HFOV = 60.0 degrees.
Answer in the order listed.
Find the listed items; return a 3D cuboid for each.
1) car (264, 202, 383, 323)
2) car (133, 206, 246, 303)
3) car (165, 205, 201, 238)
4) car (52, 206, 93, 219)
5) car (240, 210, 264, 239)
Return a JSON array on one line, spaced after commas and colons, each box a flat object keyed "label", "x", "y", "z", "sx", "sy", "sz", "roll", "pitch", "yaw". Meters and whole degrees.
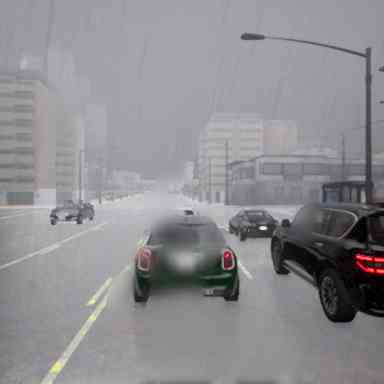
[{"label": "car", "x": 3.398, "y": 1.222, "z": 7.320, "sx": 2.150, "sy": 2.045, "sz": 5.566, "roll": 0, "pitch": 0, "yaw": -1}, {"label": "car", "x": -0.155, "y": 1.353, "z": 8.365, "sx": 2.097, "sy": 1.767, "sz": 4.553, "roll": 0, "pitch": 0, "yaw": -1}, {"label": "car", "x": -0.543, "y": 1.528, "z": 18.762, "sx": 1.812, "sy": 1.442, "sz": 4.674, "roll": 0, "pitch": 0, "yaw": -2}, {"label": "car", "x": -7.772, "y": 1.246, "z": 21.966, "sx": 2.128, "sy": 1.511, "sz": 4.902, "roll": 0, "pitch": 0, "yaw": -3}, {"label": "car", "x": 3.059, "y": 1.566, "z": 16.667, "sx": 1.994, "sy": 1.385, "sz": 4.181, "roll": 0, "pitch": 0, "yaw": -3}]
